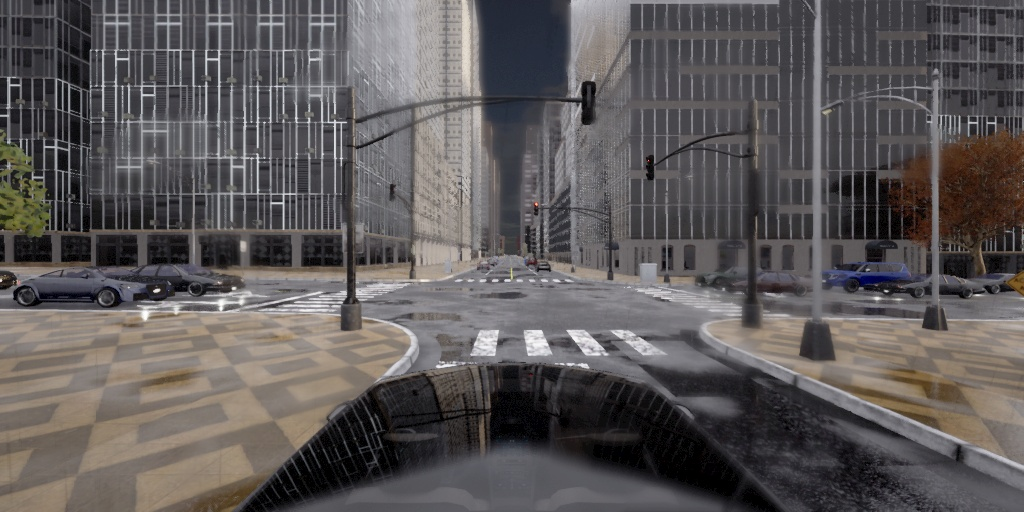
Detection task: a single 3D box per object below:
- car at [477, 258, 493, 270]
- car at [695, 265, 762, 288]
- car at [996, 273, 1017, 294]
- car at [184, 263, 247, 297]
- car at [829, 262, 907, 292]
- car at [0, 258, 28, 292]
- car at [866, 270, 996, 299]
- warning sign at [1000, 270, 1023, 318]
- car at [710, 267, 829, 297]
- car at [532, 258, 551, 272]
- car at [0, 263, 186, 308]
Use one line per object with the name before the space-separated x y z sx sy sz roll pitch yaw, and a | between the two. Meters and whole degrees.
car | -4.030 1.342 51.165 1.802 1.307 4.207 0 0 0
car | 14.996 1.396 24.479 4.553 1.767 2.097 1 0 -3
car | 34.567 1.942 25.384 5.357 1.411 2.033 1 0 -3
car | -15.353 1.040 16.397 5.357 1.411 2.033 1 0 0
car | 24.339 1.433 24.911 5.566 2.045 2.150 1 0 -3
car | -25.275 0.816 15.905 4.892 1.490 1.837 1 0 -3
car | 25.187 1.775 21.699 5.357 1.411 2.033 1 0 -3
warning sign | 17.274 1.204 11.872 1.060 1.860 1.300 0 0 -3
car | 15.128 1.595 21.230 5.357 1.411 2.033 1 0 -3
car | 3.924 1.329 45.673 1.948 1.339 4.313 0 0 0
car | -15.079 1.063 13.122 4.181 1.385 1.994 1 0 -3
